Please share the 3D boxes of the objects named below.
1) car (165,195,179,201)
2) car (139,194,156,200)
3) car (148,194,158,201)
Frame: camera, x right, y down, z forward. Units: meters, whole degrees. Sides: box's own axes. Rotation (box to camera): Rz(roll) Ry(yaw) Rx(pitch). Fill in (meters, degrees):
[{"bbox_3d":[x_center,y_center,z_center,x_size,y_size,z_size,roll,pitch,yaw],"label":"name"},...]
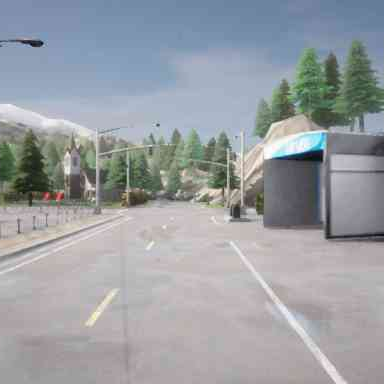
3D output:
[{"bbox_3d":[-4.800,1.480,80.383,2.033,1.411,5.357,0,0,-25],"label":"car"},{"bbox_3d":[-12.385,1.431,92.731,5.008,1.535,1.882,0,0,42],"label":"car"},{"bbox_3d":[-10.065,1.547,83.439,1.994,1.385,4.181,0,0,-27],"label":"car"}]
